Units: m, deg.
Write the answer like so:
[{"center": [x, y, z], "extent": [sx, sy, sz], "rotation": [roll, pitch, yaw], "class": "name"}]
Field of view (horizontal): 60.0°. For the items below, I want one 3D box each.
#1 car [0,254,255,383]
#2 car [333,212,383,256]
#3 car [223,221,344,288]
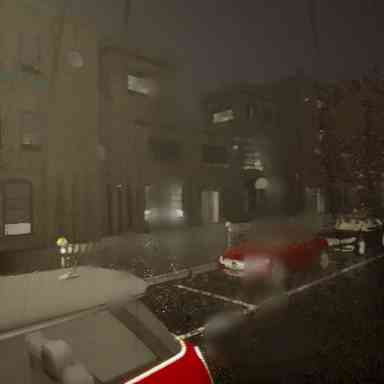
[{"center": [-1.915, 1.420, 1.597], "extent": [4.553, 1.767, 2.097], "rotation": [0, -1, -44], "class": "car"}, {"center": [6.514, 1.664, 13.490], "extent": [4.403, 1.369, 2.008], "rotation": [0, -2, -44], "class": "car"}, {"center": [2.528, 1.702, 9.631], "extent": [4.206, 1.307, 1.802], "rotation": [0, -2, -44], "class": "car"}]
